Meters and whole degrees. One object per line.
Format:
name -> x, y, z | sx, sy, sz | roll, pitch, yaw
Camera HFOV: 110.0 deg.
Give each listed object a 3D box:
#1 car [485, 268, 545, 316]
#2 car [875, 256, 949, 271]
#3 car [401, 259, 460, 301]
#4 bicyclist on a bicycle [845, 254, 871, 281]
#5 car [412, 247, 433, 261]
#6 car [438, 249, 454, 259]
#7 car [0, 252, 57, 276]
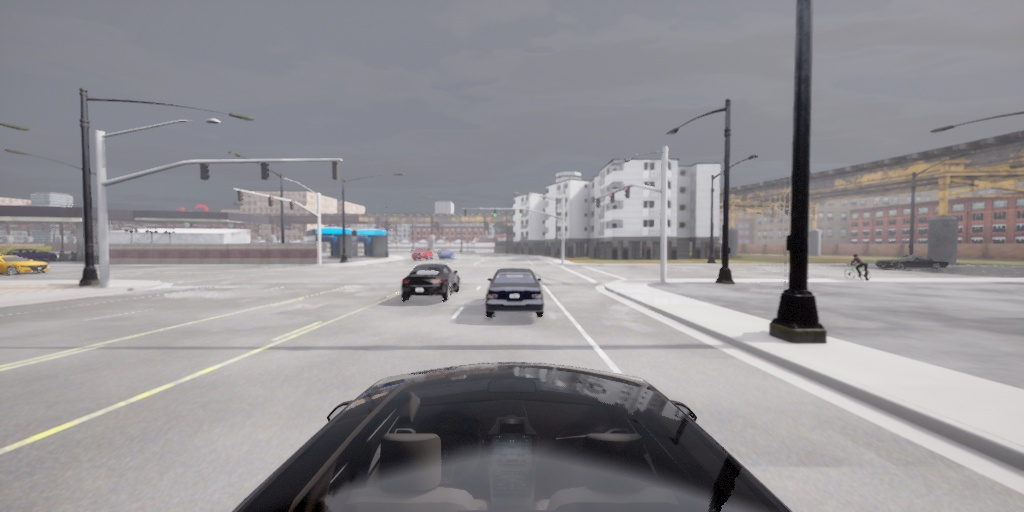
car -> 0.085, 1.123, 12.512 | 2.033, 1.411, 5.357 | 0, 1, 0
car -> 36.883, 0.655, 33.226 | 4.718, 1.301, 1.895 | 0, 2, 7
car -> -3.410, 1.044, 15.538 | 1.812, 1.442, 4.674 | 0, 1, 0
bicyclist on a bicycle -> 21.353, 0.699, 22.158 | 0.582, 1.620, 1.656 | 0, 2, -1
car -> -13.495, -0.352, 54.280 | 2.150, 2.045, 5.566 | 0, 1, -2
car -> -10.087, -0.139, 55.594 | 1.882, 1.535, 5.008 | 0, 1, -3
car -> -39.793, 0.704, 28.255 | 5.008, 1.535, 1.882 | 0, 2, -1
